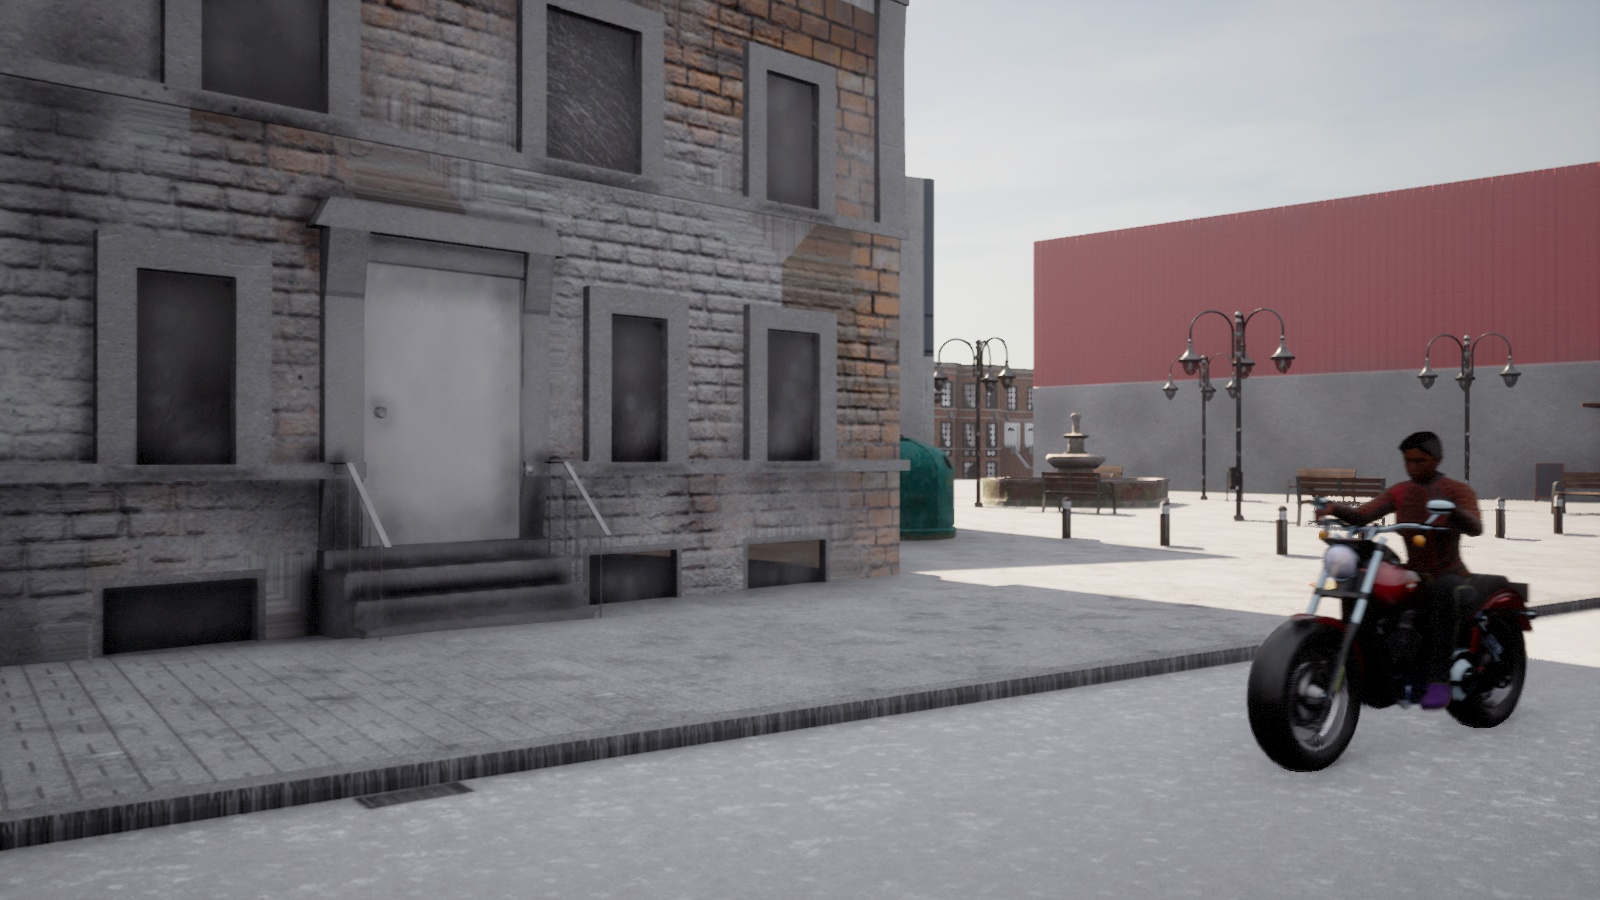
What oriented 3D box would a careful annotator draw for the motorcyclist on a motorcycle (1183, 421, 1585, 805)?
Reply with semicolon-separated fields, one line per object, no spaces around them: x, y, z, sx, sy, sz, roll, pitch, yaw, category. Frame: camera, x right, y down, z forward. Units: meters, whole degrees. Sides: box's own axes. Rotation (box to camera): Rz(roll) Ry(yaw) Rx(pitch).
3.021;0.696;6.372;2.350;1.649;0.766;0;0;-35;motorcyclist on a motorcycle
